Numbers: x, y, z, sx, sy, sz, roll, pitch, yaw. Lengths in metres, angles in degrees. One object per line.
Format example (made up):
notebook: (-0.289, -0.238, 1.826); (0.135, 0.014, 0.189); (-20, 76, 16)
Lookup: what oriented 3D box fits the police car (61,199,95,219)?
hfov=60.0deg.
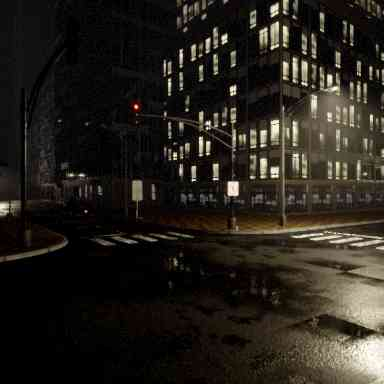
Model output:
police car: (-10.332, 1.422, 29.843); (1.930, 1.638, 5.238); (0, 0, -35)
